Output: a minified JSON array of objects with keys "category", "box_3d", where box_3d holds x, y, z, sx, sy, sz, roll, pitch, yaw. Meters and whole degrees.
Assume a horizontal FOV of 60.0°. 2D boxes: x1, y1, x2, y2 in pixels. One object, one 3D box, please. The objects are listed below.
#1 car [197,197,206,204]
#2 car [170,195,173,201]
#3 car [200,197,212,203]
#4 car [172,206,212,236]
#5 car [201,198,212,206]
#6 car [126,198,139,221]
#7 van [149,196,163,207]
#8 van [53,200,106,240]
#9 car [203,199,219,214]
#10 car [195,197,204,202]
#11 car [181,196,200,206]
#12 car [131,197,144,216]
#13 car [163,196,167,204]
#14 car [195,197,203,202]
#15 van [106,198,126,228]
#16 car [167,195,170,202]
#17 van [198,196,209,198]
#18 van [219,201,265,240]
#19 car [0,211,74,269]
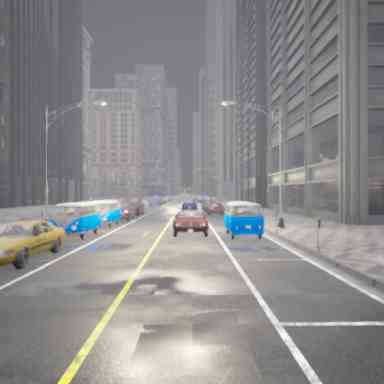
[{"category":"car","box_3d":[2.048,1.863,73.737,1.887,1.381,4.507,0,0,-1]},{"category":"car","box_3d":[-6.588,1.829,84.932,1.967,1.590,4.097,0,0,-1]},{"category":"car","box_3d":[2.325,1.762,45.535,1.947,1.339,4.313,0,0,-1]},{"category":"car","box_3d":[-0.086,1.687,19.098,1.895,1.301,4.718,0,0,0]},{"category":"car","box_3d":[2.380,1.753,39.895,1.802,1.307,4.206,0,0,-1]},{"category":"car","box_3d":[-6.035,1.585,28.526,1.967,1.590,4.097,0,0,-1]},{"category":"van","box_3d":[-6.312,1.610,56.730,1.690,1.788,3.998,0,0,-1]},{"category":"van","box_3d":[-5.925,1.435,17.246,1.690,1.788,3.998,0,0,-1]},{"category":"car","box_3d":[2.435,1.728,34.254,1.802,1.307,4.206,0,0,-1]},{"category":"car","box_3d":[1.938,1.916,85.017,2.008,1.369,4.403,0,0,-1]},{"category":"car","box_3d":[-0.296,1.661,41.133,1.882,1.535,5.008,0,0,0]},{"category":"car","box_3d":[-6.091,1.485,34.168,2.192,1.841,5.009,0,0,-1]},{"category":"car","box_3d":[-6.366,1.838,62.370,1.887,1.381,4.507,0,0,-1]},{"category":"car","box_3d":[1.883,1.953,90.658,1.947,1.339,4.313,0,0,-1]},{"category":"van","box_3d":[-5.980,1.461,22.886,1.690,1.788,3.998,0,0,-1]},{"category":"car","box_3d":[-6.476,1.908,73.650,1.947,1.339,4.313,0,0,-1]},{"category":"van","box_3d":[2.268,1.562,51.176,1.690,1.788,3.998,0,0,-1]},{"category":"van","box_3d":[2.600,1.412,17.334,1.690,1.788,3.998,0,0,-1]},{"category":"car","box_3d":[-5.867,1.594,11.435,1.752,1.417,4.829,0,0,-1]}]
